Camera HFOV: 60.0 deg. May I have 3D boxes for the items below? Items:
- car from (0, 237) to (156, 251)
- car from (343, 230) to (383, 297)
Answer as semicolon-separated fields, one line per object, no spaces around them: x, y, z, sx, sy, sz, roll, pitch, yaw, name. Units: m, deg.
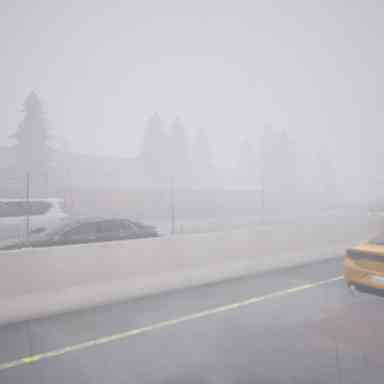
-3.342;1.513;10.208;4.892;1.490;1.837;0;0;-36;car
5.535;1.500;7.694;5.008;1.535;1.882;0;0;-35;car
